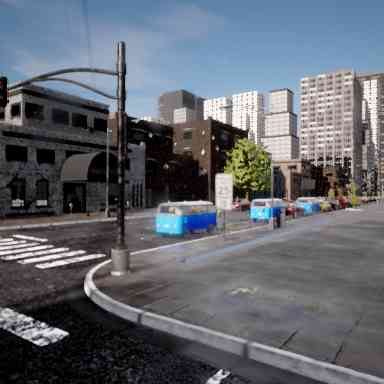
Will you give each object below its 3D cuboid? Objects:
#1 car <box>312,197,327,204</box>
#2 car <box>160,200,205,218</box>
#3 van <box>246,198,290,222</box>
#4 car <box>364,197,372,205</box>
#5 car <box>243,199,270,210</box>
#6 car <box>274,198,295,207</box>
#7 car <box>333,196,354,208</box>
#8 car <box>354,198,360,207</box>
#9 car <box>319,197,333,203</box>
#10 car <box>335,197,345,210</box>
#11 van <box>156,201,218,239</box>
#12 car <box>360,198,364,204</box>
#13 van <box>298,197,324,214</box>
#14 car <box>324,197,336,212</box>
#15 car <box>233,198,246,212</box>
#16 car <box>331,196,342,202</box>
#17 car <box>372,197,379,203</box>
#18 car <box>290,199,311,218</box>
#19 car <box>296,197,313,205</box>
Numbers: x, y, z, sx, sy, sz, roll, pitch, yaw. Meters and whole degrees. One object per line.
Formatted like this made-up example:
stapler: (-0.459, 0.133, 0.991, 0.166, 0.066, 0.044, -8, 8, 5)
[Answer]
car: (27.688, 1.735, 72.122, 1.752, 1.417, 4.829, 0, 0, 35)
car: (-0.790, 1.565, 31.396, 1.752, 1.417, 4.829, 0, 0, 35)
van: (6.165, 1.439, 26.719, 1.690, 1.788, 3.998, 0, 0, 35)
car: (34.643, 1.813, 67.444, 1.887, 1.381, 4.507, 0, 0, 35)
car: (8.800, 1.635, 45.112, 1.887, 1.381, 4.507, 0, 0, 35)
car: (15.129, 1.672, 54.161, 1.887, 1.381, 4.507, 0, 0, 35)
car: (21.987, 1.501, 49.345, 2.192, 1.841, 5.009, 0, 0, 35)
car: (25.152, 1.520, 53.870, 2.192, 1.841, 5.009, 0, 0, 35)
car: (30.950, 1.799, 76.786, 1.947, 1.339, 4.313, 0, 0, 35)
car: (18.821, 1.733, 44.818, 1.947, 1.339, 4.313, 0, 0, 35)
van: (-0.163, 1.410, 17.668, 1.690, 1.788, 3.998, 0, 0, 35)
car: (28.413, 1.751, 58.534, 1.752, 1.417, 4.829, 0, 0, 35)
van: (12.494, 1.472, 35.768, 1.690, 1.788, 3.998, 0, 0, 35)
car: (15.755, 1.675, 40.433, 1.752, 1.417, 4.829, 0, 0, 35)
car: (5.637, 1.513, 40.587, 1.967, 1.590, 4.097, 0, 0, 35)
car: (37.279, 1.719, 85.836, 1.967, 1.590, 4.097, 0, 0, 35)
car: (44.137, 1.903, 81.020, 1.947, 1.339, 4.313, 0, 0, 35)
car: (9.328, 1.659, 31.243, 1.887, 1.381, 4.507, 0, 0, 35)
car: (21.457, 1.712, 63.211, 1.887, 1.381, 4.507, 0, 0, 35)
